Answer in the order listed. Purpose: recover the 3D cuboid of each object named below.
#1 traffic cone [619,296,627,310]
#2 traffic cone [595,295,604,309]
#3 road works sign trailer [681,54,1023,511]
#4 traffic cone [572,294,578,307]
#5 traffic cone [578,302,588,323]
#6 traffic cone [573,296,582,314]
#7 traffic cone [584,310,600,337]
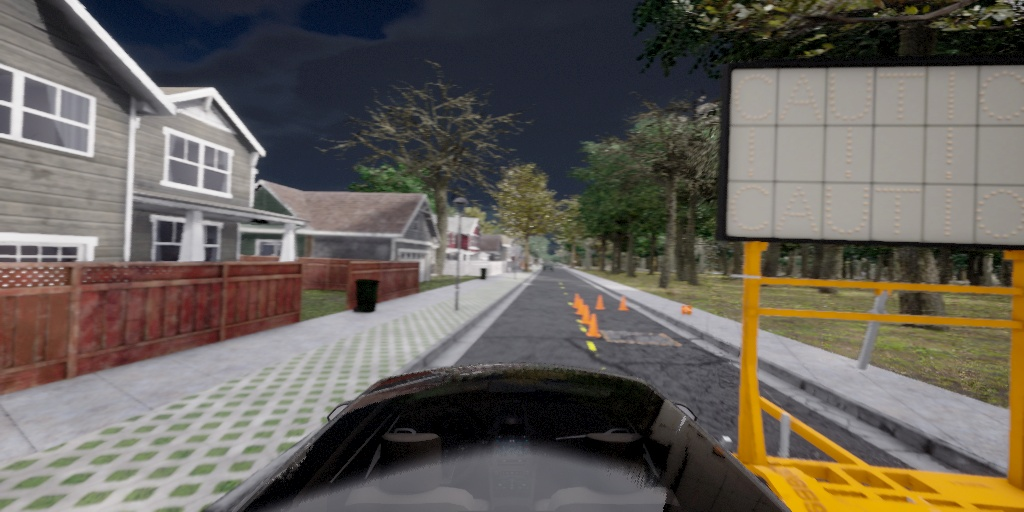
[{"bbox_3d":[4.837,2.041,15.600,0.340,0.580,0.340,0,0,6],"label":"traffic cone"},{"bbox_3d":[3.843,2.002,15.705,0.340,0.580,0.340,0,0,6],"label":"traffic cone"},{"bbox_3d":[2.658,0.330,2.760,2.380,3.560,2.880,0,0,6],"label":"road works sign trailer"},{"bbox_3d":[2.850,1.964,15.809,0.340,0.580,0.340,0,0,6],"label":"traffic cone"},{"bbox_3d":[2.433,1.906,11.831,0.340,0.580,0.340,0,0,6],"label":"traffic cone"},{"bbox_3d":[2.642,1.935,13.821,0.340,0.580,0.340,0,0,6],"label":"traffic cone"},{"bbox_3d":[2.225,1.877,9.843,0.340,0.580,0.340,0,0,6],"label":"traffic cone"}]
